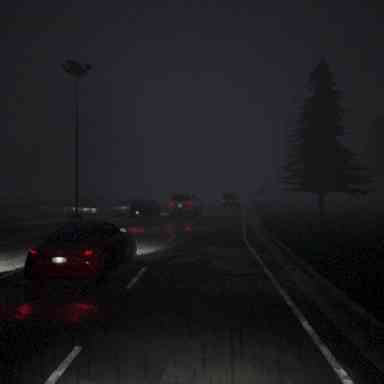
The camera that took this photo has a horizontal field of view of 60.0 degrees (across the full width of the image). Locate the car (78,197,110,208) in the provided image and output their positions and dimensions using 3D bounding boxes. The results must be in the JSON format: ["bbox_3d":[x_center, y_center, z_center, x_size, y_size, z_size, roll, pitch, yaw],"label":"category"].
[{"bbox_3d":[-13.203,1.419,46.342,2.033,1.411,5.357,0,0,9],"label":"car"}]

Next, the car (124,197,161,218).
[{"bbox_3d":[-4.077,1.430,29.462,1.837,1.490,4.892,0,0,9],"label":"car"}]

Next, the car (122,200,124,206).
[{"bbox_3d":[-8.961,1.470,50.473,1.895,1.301,4.718,0,0,10],"label":"car"}]

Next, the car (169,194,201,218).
[{"bbox_3d":[-0.525,1.153,29.536,2.150,2.045,5.566,0,0,9],"label":"car"}]

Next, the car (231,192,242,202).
[{"bbox_3d":[9.439,1.081,70.244,2.150,2.045,5.566,0,0,8],"label":"car"}]

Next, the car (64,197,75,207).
[{"bbox_3d":[-16.491,1.388,47.872,1.812,1.442,4.674,0,0,9],"label":"car"}]

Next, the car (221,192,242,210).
[{"bbox_3d":[4.843,1.136,40.900,2.150,2.045,5.566,0,0,9],"label":"car"}]

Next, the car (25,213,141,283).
[{"bbox_3d":[-2.966,1.537,9.678,1.994,1.385,4.181,0,0,3],"label":"car"}]
